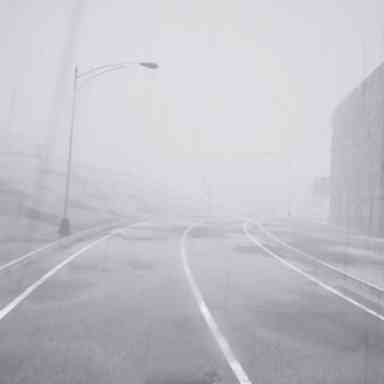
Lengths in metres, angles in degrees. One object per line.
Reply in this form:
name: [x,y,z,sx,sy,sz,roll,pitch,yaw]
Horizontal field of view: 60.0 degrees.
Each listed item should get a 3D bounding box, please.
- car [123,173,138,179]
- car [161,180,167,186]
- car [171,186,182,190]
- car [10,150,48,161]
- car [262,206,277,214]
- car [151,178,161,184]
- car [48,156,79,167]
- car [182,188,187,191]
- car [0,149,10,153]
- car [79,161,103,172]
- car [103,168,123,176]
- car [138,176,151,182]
car: [-12.731,-2.853,62.199,2.002,1.452,4.674,2,-3,20]
car: [-7.693,-1.929,78.061,2.435,2.045,5.566,2,-4,17]
car: [-4.961,-0.746,88.703,2.002,1.452,4.674,2,-4,14]
car: [-21.014,-4.444,41.541,2.002,1.452,4.674,2,-3,25]
car: [14.749,3.374,62.790,1.994,1.385,4.181,1,-3,27]
car: [-9.286,-2.229,72.688,2.185,1.767,4.553,2,-4,18]
car: [-18.786,-4.083,46.609,2.097,1.535,5.008,2,-3,24]
car: [-3.737,-0.271,94.087,2.002,1.452,4.674,2,-4,13]
car: [-23.348,-4.881,36.526,2.231,1.521,4.892,1,-3,26]
car: [-16.671,-3.813,51.707,2.185,1.767,4.553,2,-3,23]
car: [-14.618,-3.252,57.027,2.163,1.488,4.792,2,-3,21]
car: [-10.984,-2.513,67.320,2.231,1.521,4.892,2,-3,19]
